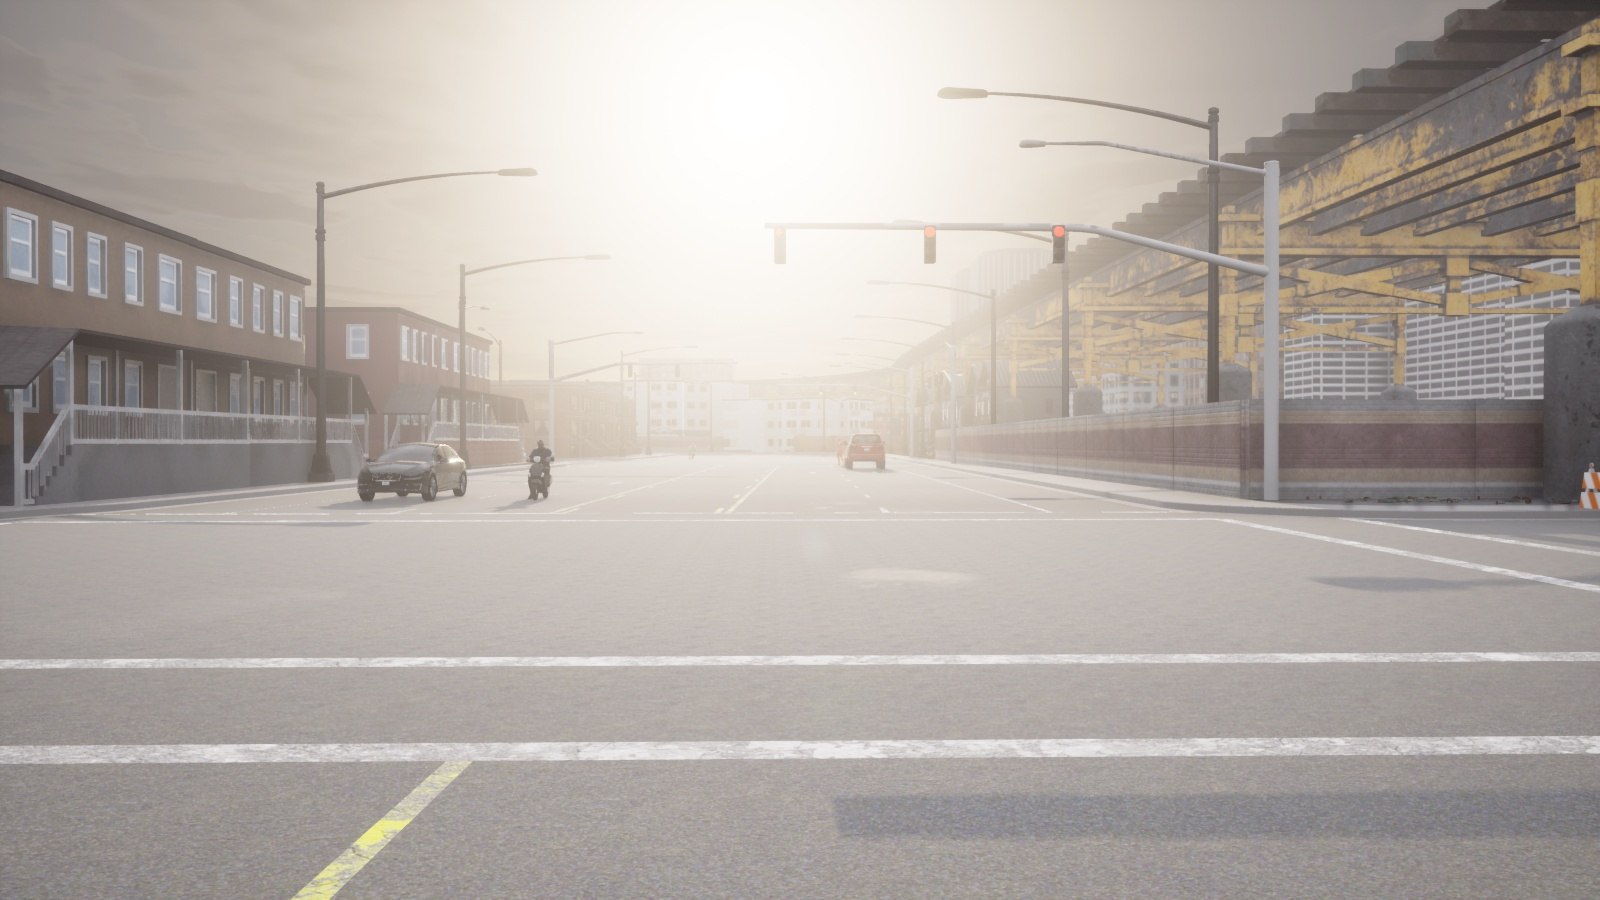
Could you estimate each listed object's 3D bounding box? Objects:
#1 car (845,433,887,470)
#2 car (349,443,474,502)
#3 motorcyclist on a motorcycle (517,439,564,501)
[{"bbox_3d":[3.728,0.061,72.223,2.150,2.045,5.566,0,0,0],"label":"car"},{"bbox_3d":[-10.382,0.552,33.928,1.837,1.490,4.892,0,0,0],"label":"car"},{"bbox_3d":[-6.884,0.506,33.335,0.866,1.590,1.817,0,0,0],"label":"motorcyclist on a motorcycle"}]
